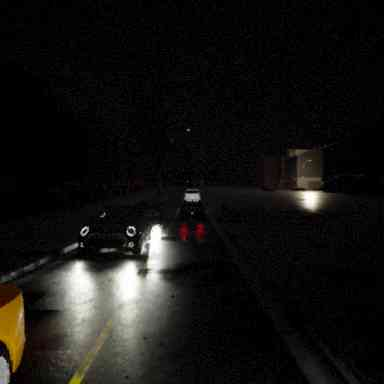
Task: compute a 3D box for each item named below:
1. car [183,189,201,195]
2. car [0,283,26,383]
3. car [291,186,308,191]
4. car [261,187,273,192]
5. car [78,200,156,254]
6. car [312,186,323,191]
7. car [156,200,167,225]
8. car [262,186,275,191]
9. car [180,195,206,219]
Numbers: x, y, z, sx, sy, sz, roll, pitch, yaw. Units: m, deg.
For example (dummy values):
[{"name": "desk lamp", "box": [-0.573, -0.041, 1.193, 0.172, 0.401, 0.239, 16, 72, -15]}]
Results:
[{"name": "car", "box": [0.059, 0.570, 44.068, 2.150, 2.045, 5.566, 0, 2, 0]}, {"name": "car", "box": [-2.849, 1.477, 1.788, 1.882, 1.535, 5.008, 0, 0, 0]}, {"name": "car", "box": [26.518, -0.737, 82.165, 4.206, 1.307, 1.802, -1, 1, 0]}, {"name": "car", "box": [18.759, -0.693, 83.360, 1.947, 1.339, 4.313, 0, 1, 0]}, {"name": "car", "box": [-2.846, 1.307, 13.168, 2.097, 1.767, 4.553, 0, 1, 0]}, {"name": "car", "box": [31.781, -0.803, 82.166, 4.313, 1.339, 1.947, -1, 1, 0]}, {"name": "car", "box": [-2.791, 1.335, 22.671, 2.128, 1.511, 4.902, 0, 1, 1]}, {"name": "car", "box": [18.748, -0.813, 80.434, 1.802, 1.307, 4.206, 0, 1, 0]}, {"name": "car", "box": [0.057, 1.276, 26.394, 2.128, 1.511, 4.902, 0, 1, 0]}]
